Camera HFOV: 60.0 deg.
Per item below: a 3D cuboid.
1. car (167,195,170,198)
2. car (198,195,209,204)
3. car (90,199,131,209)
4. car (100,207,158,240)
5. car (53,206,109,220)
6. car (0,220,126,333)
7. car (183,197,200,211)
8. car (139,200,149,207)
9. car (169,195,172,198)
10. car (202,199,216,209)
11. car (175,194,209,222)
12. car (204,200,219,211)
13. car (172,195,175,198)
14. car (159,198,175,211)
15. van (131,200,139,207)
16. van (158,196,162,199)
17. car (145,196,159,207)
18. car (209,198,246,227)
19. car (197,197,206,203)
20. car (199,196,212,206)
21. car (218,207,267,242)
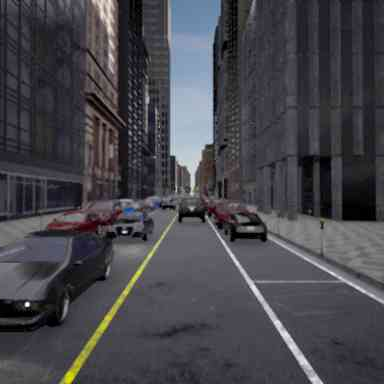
[{"bbox_3d":[-6.038,1.923,67.577,1.887,1.381,4.507,1,0,0],"label":"car"},{"bbox_3d":[2.474,1.713,73.223,2.192,1.841,5.009,1,0,0],"label":"car"},{"bbox_3d":[-5.910,1.466,22.581,2.192,1.841,5.009,0,0,0],"label":"car"},{"bbox_3d":[-3.130,1.683,17.515,1.994,1.385,4.181,0,0,0],"label":"car"},{"bbox_3d":[-5.896,1.662,16.955,1.887,1.381,4.507,0,0,0],"label":"car"},{"bbox_3d":[-3.117,1.602,7.435,2.033,1.411,5.357,0,0,0],"label":"car"},{"bbox_3d":[-0.058,1.618,44.867,2.097,1.767,4.553,0,0,0],"label":"car"},{"bbox_3d":[-5.944,1.765,33.830,2.008,1.369,4.403,1,0,0],"label":"car"},{"bbox_3d":[-6.053,1.928,73.032,1.752,1.417,4.829,1,0,0],"label":"car"},{"bbox_3d":[2.535,1.838,50.724,1.887,1.381,4.507,1,0,0],"label":"car"},{"bbox_3d":[-0.039,1.401,27.923,2.150,2.045,5.566,0,0,-1],"label":"car"},{"bbox_3d":[2.551,1.848,45.100,1.802,1.307,4.206,1,0,0],"label":"car"},{"bbox_3d":[-6.086,1.997,84.451,1.887,1.381,4.507,1,0,0],"label":"car"},{"bbox_3d":[-3.129,1.872,45.495,1.895,1.301,4.718,0,0,0],"label":"car"},{"bbox_3d":[-5.926,1.525,28.206,1.690,1.788,3.998,1,0,0],"label":"van"},{"bbox_3d":[-5.988,1.640,50.705,1.690,1.788,3.998,1,0,0],"label":"van"},{"bbox_3d":[-5.974,1.712,45.080,1.967,1.590,4.097,1,0,0],"label":"car"},{"bbox_3d":[2.616,1.461,22.603,2.192,1.841,5.009,0,0,0],"label":"car"},{"bbox_3d":[2.440,1.998,84.471,2.008,1.369,4.403,1,0,0],"label":"car"},{"bbox_3d":[2.506,1.662,61.974,2.192,1.841,5.009,1,0,0],"label":"car"},{"bbox_3d":[2.629,1.678,16.977,1.947,1.339,4.313,0,0,0],"label":"car"}]
